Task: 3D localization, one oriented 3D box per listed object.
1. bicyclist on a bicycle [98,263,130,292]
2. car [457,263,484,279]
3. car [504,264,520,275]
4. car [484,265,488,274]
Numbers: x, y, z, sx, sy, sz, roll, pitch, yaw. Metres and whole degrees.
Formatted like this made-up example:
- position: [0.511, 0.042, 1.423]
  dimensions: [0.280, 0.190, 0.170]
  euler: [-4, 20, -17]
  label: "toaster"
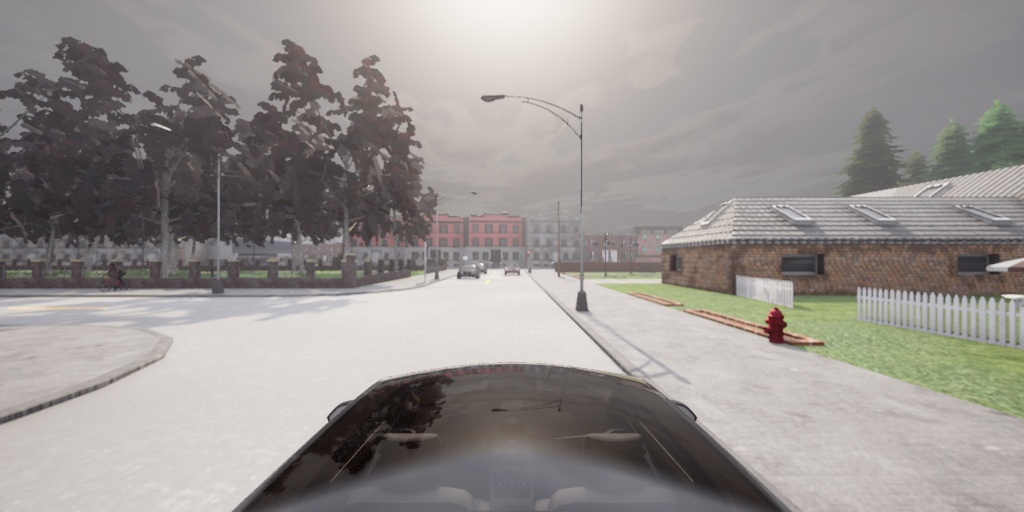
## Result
- position: [-22.679, 1.216, 20.482]
  dimensions: [0.582, 1.620, 1.656]
  euler: [0, 0, 0]
  label: "bicyclist on a bicycle"
- position: [-4.166, 1.522, 35.258]
  dimensions: [1.994, 1.385, 4.181]
  euler: [0, 0, 0]
  label: "car"
- position: [0.018, 1.608, 43.239]
  dimensions: [1.895, 1.301, 4.718]
  euler: [0, 0, 0]
  label: "car"
- position: [-4.162, 1.584, 45.243]
  dimensions: [1.994, 1.385, 4.181]
  euler: [0, 0, 0]
  label: "car"
